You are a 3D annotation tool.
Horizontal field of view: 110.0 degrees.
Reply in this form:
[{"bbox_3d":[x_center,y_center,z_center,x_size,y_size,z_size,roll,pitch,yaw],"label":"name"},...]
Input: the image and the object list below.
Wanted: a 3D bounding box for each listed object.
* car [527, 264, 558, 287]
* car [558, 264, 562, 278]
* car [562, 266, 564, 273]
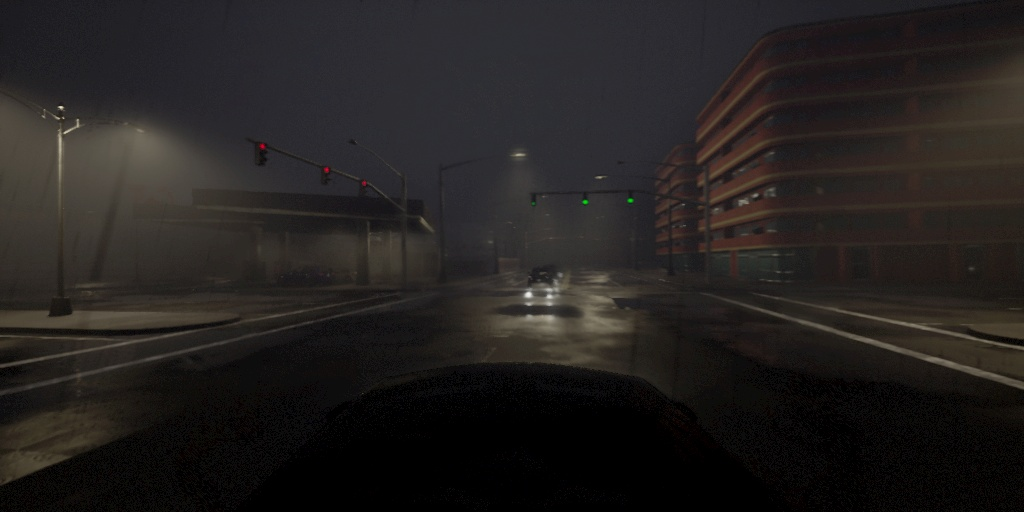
[{"bbox_3d":[2.398,1.582,28.636,1.837,1.490,4.892,-1,-1,10],"label":"car"},{"bbox_3d":[4.234,1.698,39.477,1.837,1.490,4.892,-1,0,10],"label":"car"},{"bbox_3d":[6.864,1.925,54.747,1.994,1.385,4.181,-1,-1,10],"label":"car"}]
